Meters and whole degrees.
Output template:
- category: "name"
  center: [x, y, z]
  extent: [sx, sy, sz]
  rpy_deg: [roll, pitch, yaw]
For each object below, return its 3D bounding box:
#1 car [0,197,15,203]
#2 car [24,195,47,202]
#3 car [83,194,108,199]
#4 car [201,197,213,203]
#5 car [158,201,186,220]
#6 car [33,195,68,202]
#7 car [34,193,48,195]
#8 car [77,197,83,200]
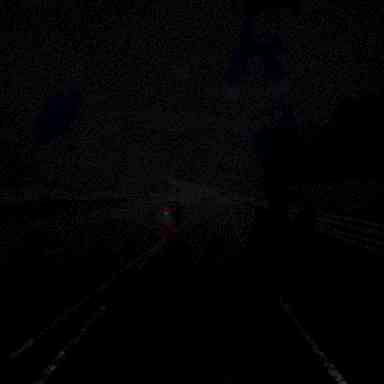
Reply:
- category: "car"
  center: [-25.037, 1.376, 43.115]
  extent: [2.097, 1.767, 4.553]
  rpy_deg: [0, 0, 6]
- category: "car"
  center: [-21.300, 1.533, 45.188]
  extent: [2.128, 1.511, 4.902]
  rpy_deg: [0, 0, 6]
- category: "car"
  center: [-16.420, 1.315, 58.413]
  extent: [2.150, 2.045, 5.566]
  rpy_deg: [0, 0, 6]
- category: "car"
  center: [3.011, 1.843, 76.538]
  extent: [2.033, 1.411, 5.357]
  rpy_deg: [0, -1, 6]
- category: "car"
  center: [-1.748, 1.570, 29.143]
  extent: [1.837, 1.490, 4.892]
  rpy_deg: [0, 0, 6]
- category: "car"
  center: [-18.003, 1.550, 43.135]
  extent: [1.837, 1.490, 4.892]
  rpy_deg: [0, 0, 6]
- category: "car"
  center: [-26.916, 1.282, 58.872]
  extent: [2.150, 2.045, 5.566]
  rpy_deg: [0, 0, 6]
- category: "car"
  center: [-19.685, 1.595, 60.816]
  extent: [1.837, 1.490, 4.892]
  rpy_deg: [0, 0, 6]
